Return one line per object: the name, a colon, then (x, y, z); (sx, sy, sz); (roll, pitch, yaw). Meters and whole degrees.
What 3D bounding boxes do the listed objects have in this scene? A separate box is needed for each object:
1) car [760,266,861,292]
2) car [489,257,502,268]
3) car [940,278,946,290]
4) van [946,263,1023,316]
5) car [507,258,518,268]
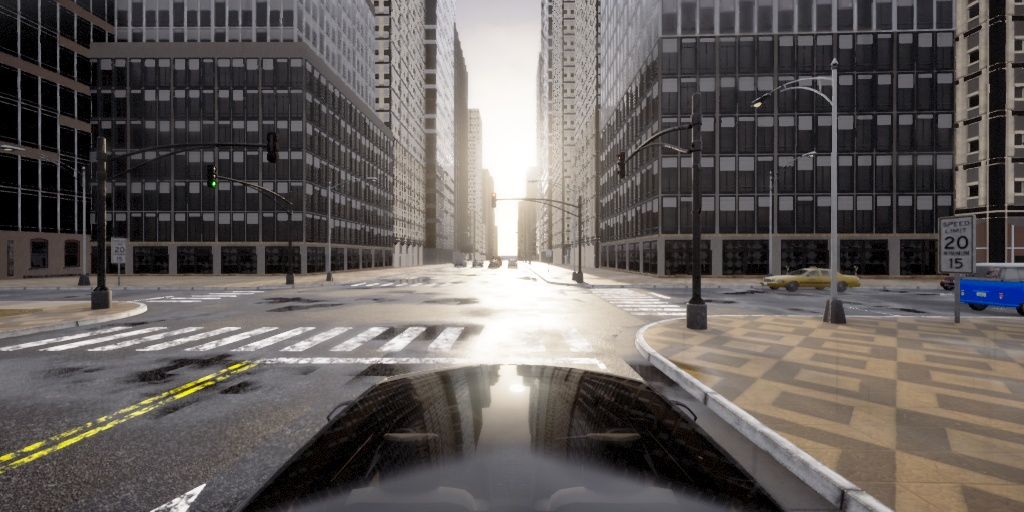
car: (17.125, 1.293, 20.733); (4.829, 1.417, 1.751); (0, 0, 2)
car: (-3.123, 1.386, 63.359); (1.812, 1.442, 4.674); (0, 0, 0)
car: (26.958, 1.356, 20.228); (4.207, 1.307, 1.802); (0, 0, 2)
van: (18.379, 1.119, 12.558); (3.998, 1.789, 1.690); (0, 0, 2)
car: (0.127, 1.408, 63.353); (2.033, 1.411, 5.357); (0, 0, 0)
